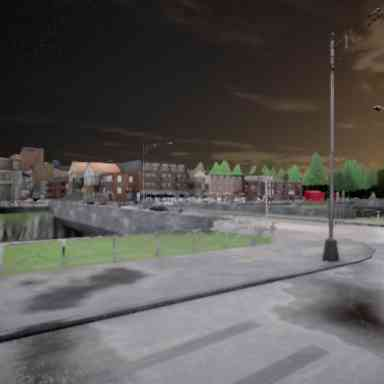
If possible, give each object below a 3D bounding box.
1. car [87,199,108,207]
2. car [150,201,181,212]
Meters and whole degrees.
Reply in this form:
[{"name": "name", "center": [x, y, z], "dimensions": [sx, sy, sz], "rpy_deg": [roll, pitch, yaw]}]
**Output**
[{"name": "car", "center": [-15.153, 1.760, 53.364], "dimensions": [1.895, 1.301, 4.718], "rpy_deg": [1, 0, -36]}, {"name": "car", "center": [-2.854, 1.682, 36.002], "dimensions": [1.812, 1.442, 4.674], "rpy_deg": [1, 0, -36]}]
